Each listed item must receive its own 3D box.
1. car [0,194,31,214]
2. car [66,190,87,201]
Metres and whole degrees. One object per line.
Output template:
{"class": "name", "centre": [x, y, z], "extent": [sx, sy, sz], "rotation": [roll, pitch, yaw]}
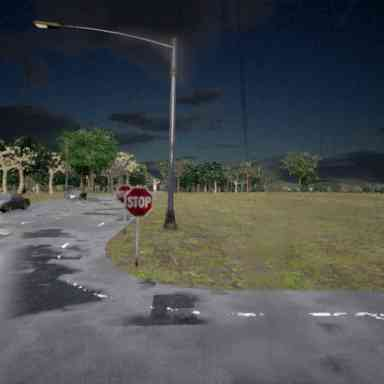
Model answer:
{"class": "car", "centre": [-14.580, 0.858, 26.176], "extent": [2.033, 1.411, 5.357], "rotation": [1, 1, -4]}
{"class": "car", "centre": [-15.763, 0.441, 45.724], "extent": [2.128, 1.511, 4.902], "rotation": [1, 1, -3]}
